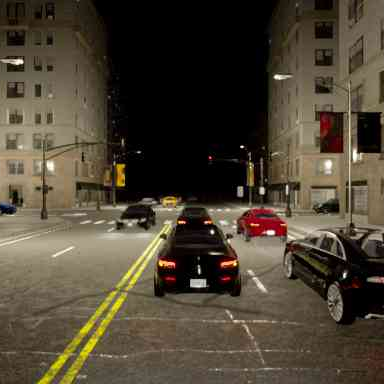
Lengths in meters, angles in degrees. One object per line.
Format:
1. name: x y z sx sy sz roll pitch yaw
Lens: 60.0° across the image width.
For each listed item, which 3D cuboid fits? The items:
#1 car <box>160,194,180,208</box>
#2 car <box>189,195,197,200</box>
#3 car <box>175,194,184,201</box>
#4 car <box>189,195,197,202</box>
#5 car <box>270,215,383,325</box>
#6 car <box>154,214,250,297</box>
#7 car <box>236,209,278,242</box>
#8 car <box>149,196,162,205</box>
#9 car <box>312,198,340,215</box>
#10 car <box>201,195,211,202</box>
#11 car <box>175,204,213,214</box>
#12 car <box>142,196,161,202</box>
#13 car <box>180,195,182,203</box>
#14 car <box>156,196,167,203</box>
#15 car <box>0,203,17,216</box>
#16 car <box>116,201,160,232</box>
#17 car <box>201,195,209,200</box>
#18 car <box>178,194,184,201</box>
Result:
1. car: -3.232 1.495 49.460 1.882 1.535 5.008 0 0 -1
2. car: 0.218 1.441 88.530 1.994 1.385 4.181 0 0 0
3. car: -3.049 1.319 81.544 2.097 1.767 4.553 0 0 0
4. car: 0.194 1.612 78.556 1.895 1.301 4.718 0 0 0
5. car: 3.355 1.493 7.067 2.128 1.511 4.902 0 0 1
6. car: 0.117 1.527 8.468 1.812 1.442 4.674 0 0 0
7. car: 3.288 1.529 16.162 1.812 1.442 4.674 0 0 0
8. car: -6.434 1.524 58.912 1.837 1.490 4.892 0 0 0
9. car: 14.845 1.410 34.414 4.553 1.767 2.097 0 0 1
10. car: 3.443 1.556 78.102 2.033 1.411 5.357 0 0 0
11. car: 0.141 1.529 17.377 1.812 1.442 4.674 0 0 0
12. car: -6.448 1.565 49.173 2.033 1.411 5.357 0 0 4
13. car: -3.184 1.620 58.798 1.895 1.301 4.718 0 0 0
14. car: -6.330 1.546 69.065 1.812 1.442 4.674 0 0 0
15. car: -19.381 1.462 31.684 5.008 1.535 1.882 0 0 0
16. car: -3.332 1.531 20.546 1.812 1.442 4.674 0 0 2
17. car: 3.469 1.441 88.521 1.994 1.385 4.181 0 0 0
18. car: -3.093 1.373 68.250 2.097 1.767 4.553 0 0 0
